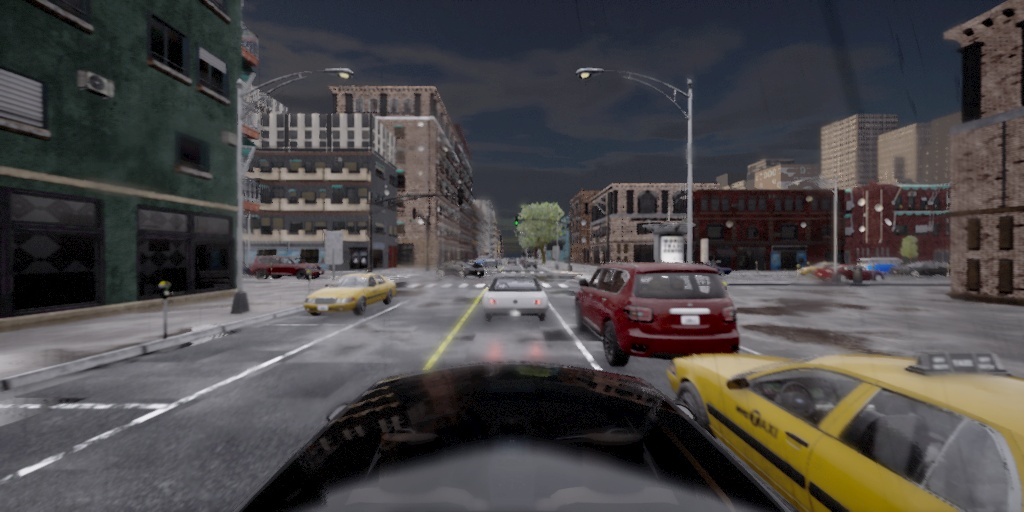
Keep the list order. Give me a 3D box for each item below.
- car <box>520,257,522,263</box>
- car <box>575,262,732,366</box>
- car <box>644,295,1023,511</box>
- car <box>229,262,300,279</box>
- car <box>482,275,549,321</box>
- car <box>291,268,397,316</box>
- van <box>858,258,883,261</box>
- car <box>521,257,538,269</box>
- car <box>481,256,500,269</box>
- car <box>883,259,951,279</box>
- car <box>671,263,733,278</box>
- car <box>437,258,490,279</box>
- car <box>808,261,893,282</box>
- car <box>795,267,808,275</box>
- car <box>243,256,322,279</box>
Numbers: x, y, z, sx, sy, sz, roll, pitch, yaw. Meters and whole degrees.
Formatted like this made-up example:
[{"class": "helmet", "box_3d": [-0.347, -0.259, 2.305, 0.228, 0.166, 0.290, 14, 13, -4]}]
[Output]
[{"class": "car", "box_3d": [2.733, 1.010, 56.998, 1.967, 1.591, 4.097, 0, 0, 0]}, {"class": "car", "box_3d": [2.695, 1.040, 7.811, 2.192, 1.841, 5.009, 0, 0, 0]}, {"class": "car", "box_3d": [2.690, 1.273, 2.441, 1.751, 1.417, 4.829, 0, 0, 0]}, {"class": "car", "box_3d": [-20.719, 1.175, 30.162, 4.718, 1.301, 1.895, 0, 0, 0]}, {"class": "car", "box_3d": [0.108, 1.309, 12.208, 1.895, 1.301, 4.718, 0, 0, 0]}, {"class": "car", "box_3d": [-5.683, 1.229, 13.188, 1.751, 1.417, 4.829, 0, 0, 0]}, {"class": "van", "box_3d": [37.163, 1.131, 36.322, 3.998, 1.789, 1.690, 0, 0, 0]}, {"class": "car", "box_3d": [2.728, 1.134, 51.301, 2.007, 1.370, 4.403, 0, 0, 0]}, {"class": "car", "box_3d": [-3.040, 1.109, 51.714, 1.812, 1.442, 4.674, 0, 0, 0]}, {"class": "car", "box_3d": [38.579, 1.286, 33.718, 5.008, 1.535, 1.882, 0, 0, 0]}, {"class": "car", "box_3d": [17.732, 1.311, 33.607, 4.718, 1.301, 1.895, 0, 0, 0]}, {"class": "car", "box_3d": [-4.458, 1.144, 30.626, 4.892, 1.490, 1.837, 0, -2, 44]}, {"class": "car", "box_3d": [26.167, 1.317, 27.820, 4.507, 1.381, 1.888, 0, 0, 0]}, {"class": "car", "box_3d": [31.467, 1.289, 36.286, 4.829, 1.417, 1.751, 0, 0, 0]}, {"class": "car", "box_3d": [-17.257, 0.911, 27.597, 5.009, 1.841, 2.192, 0, 0, 0]}]
